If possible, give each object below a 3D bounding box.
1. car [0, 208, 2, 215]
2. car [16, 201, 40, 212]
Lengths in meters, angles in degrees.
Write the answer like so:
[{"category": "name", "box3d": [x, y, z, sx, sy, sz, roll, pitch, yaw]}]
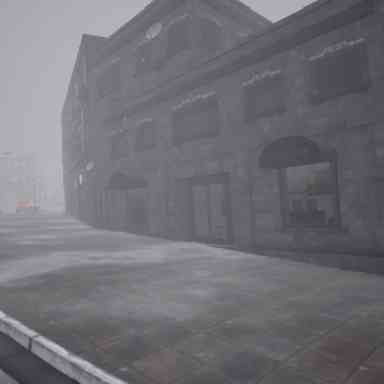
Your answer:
[{"category": "car", "box3d": [-23.880, 2.050, 38.531, 1.837, 1.490, 4.892, -3, 0, -6]}, {"category": "car", "box3d": [-25.070, 2.117, 50.916, 2.097, 1.767, 4.553, -3, -1, -4]}]
